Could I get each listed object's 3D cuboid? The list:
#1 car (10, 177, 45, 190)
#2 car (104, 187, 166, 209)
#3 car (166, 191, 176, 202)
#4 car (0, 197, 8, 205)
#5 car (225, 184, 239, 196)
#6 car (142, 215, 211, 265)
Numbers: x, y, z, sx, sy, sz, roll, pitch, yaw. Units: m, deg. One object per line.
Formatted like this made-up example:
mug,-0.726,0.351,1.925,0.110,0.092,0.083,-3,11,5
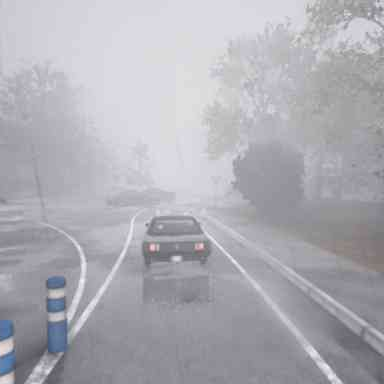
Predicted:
car,-28.840,-1.635,58.470,2.150,2.045,5.566,3,4,44
car,-4.915,0.546,27.635,4.674,1.442,1.812,-2,4,-29
car,-3.833,0.232,32.502,5.008,1.535,1.882,-3,5,-43
car,-18.295,0.568,27.700,5.357,1.411,2.033,0,3,6
car,5.177,-0.280,42.923,2.033,1.411,5.357,0,3,7
car,-0.620,1.420,11.079,1.895,1.301,4.718,0,2,-6
